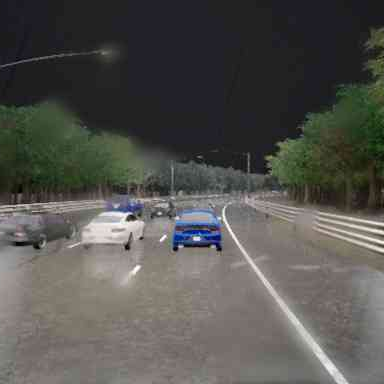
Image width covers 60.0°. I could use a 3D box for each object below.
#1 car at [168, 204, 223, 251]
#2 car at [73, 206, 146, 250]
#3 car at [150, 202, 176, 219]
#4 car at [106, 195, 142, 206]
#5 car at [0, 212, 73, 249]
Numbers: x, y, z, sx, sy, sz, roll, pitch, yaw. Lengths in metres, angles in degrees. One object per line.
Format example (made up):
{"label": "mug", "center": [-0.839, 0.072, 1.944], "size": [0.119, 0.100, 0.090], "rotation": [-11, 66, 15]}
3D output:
{"label": "car", "center": [0.264, 1.499, 14.203], "size": [1.882, 1.535, 5.008], "rotation": [0, 0, 2]}
{"label": "car", "center": [-3.234, 1.546, 14.330], "size": [1.812, 1.442, 4.674], "rotation": [0, 0, 2]}
{"label": "car", "center": [-2.427, 1.567, 29.116], "size": [1.812, 1.442, 4.674], "rotation": [0, 0, 4]}
{"label": "car", "center": [-5.916, 1.290, 29.400], "size": [2.150, 2.045, 5.566], "rotation": [0, 0, 4]}
{"label": "car", "center": [-6.732, 1.576, 14.457], "size": [2.033, 1.411, 5.357], "rotation": [0, 0, 2]}
